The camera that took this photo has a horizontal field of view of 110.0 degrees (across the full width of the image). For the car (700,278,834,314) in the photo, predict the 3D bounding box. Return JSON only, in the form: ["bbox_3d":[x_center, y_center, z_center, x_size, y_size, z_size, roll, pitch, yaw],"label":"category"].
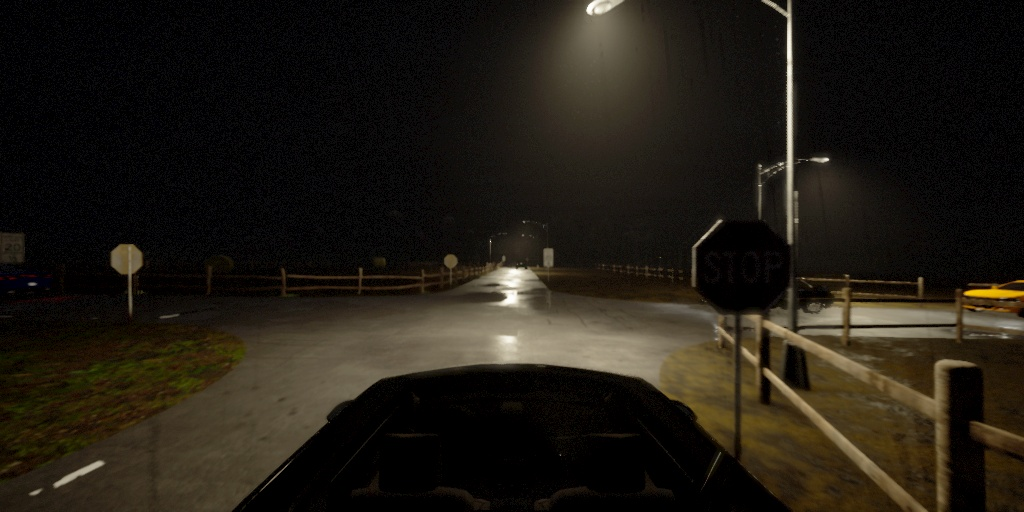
[{"bbox_3d":[10.706,1.575,15.283,4.892,1.490,1.837,1,0,4],"label":"car"}]

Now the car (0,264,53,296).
[{"bbox_3d":[-23.514,1.052,15.794,5.008,1.535,1.882,1,0,1],"label":"car"}]

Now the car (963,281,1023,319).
[{"bbox_3d":[21.967,1.750,14.904,5.008,1.535,1.882,1,0,1],"label":"car"}]
